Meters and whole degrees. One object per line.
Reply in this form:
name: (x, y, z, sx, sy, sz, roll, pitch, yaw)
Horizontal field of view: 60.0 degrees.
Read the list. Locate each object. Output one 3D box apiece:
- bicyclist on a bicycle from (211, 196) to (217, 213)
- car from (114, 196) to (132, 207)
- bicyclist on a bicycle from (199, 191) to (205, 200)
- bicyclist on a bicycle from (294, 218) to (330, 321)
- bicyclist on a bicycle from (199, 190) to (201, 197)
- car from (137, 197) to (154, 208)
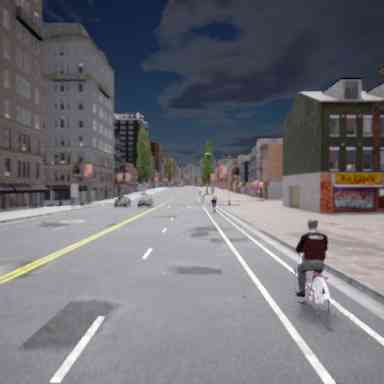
bicyclist on a bicycle: (2.254, 1.304, 34.318, 0.659, 1.776, 1.843, 0, 0, 0)
car: (-9.743, 1.422, 47.033, 1.837, 1.490, 4.892, 0, 0, 0)
bicyclist on a bicycle: (2.280, 1.100, 67.940, 0.866, 1.612, 1.509, 0, 1, 0)
bicyclist on a bicycle: (2.251, 1.376, 6.406, 0.659, 1.776, 1.843, 0, 0, 0)
bicyclist on a bicycle: (2.265, 0.408, 95.512, 0.659, 1.776, 1.843, 0, 2, 0)
car: (-6.493, 1.412, 47.033, 2.033, 1.411, 5.357, 0, 0, 0)
